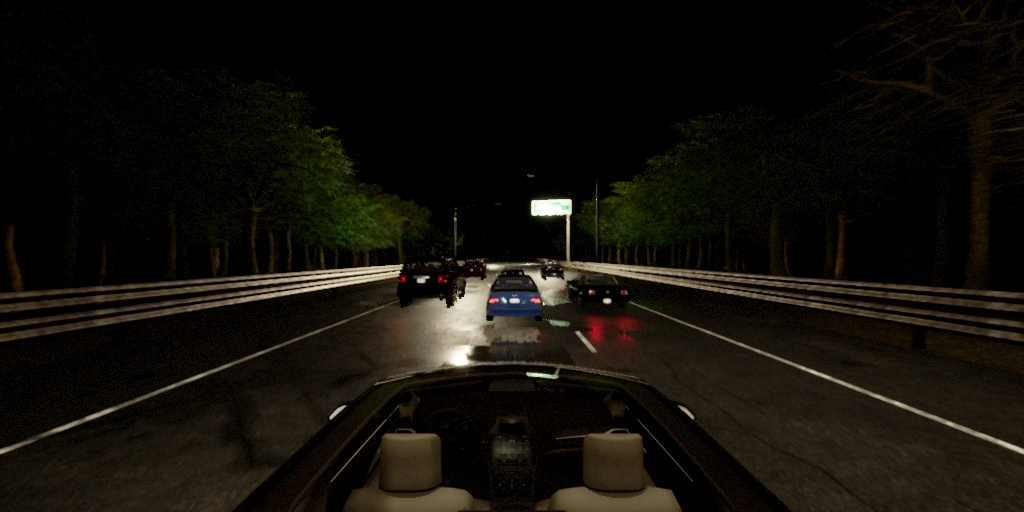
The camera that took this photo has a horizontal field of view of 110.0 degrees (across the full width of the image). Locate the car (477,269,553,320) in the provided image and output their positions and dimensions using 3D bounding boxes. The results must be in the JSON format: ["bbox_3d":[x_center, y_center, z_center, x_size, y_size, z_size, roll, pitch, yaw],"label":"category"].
[{"bbox_3d":[0.076,1.352,12.897,2.033,1.411,5.357,0,0,0],"label":"car"}]

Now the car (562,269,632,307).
[{"bbox_3d":[3.595,1.415,15.740,1.895,1.301,4.718,0,0,0],"label":"car"}]

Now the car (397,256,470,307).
[{"bbox_3d":[-3.403,1.038,16.102,2.150,2.045,5.566,0,0,0],"label":"car"}]

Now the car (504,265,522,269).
[{"bbox_3d":[0.091,1.471,31.355,1.895,1.301,4.718,0,0,0],"label":"car"}]

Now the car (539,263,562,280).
[{"bbox_3d":[3.592,1.367,32.843,2.128,1.511,4.902,0,0,0],"label":"car"}]

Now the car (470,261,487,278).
[{"bbox_3d":[-3.408,1.227,32.581,2.097,1.767,4.553,0,0,0],"label":"car"}]
